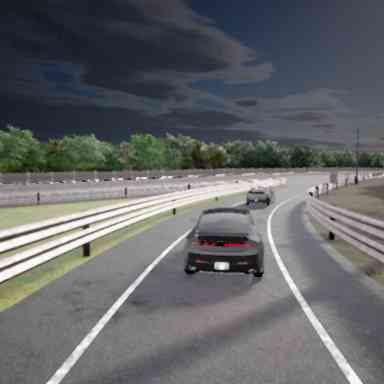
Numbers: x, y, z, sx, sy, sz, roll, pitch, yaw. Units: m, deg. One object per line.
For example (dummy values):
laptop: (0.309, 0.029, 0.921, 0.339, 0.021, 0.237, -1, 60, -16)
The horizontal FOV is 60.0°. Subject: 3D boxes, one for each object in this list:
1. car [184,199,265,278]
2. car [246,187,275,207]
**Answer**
car: (0.958, 1.180, 9.242, 1.837, 1.490, 4.892, 1, 2, 8)
car: (5.747, 0.293, 27.531, 2.128, 1.511, 4.902, 1, 4, 21)
